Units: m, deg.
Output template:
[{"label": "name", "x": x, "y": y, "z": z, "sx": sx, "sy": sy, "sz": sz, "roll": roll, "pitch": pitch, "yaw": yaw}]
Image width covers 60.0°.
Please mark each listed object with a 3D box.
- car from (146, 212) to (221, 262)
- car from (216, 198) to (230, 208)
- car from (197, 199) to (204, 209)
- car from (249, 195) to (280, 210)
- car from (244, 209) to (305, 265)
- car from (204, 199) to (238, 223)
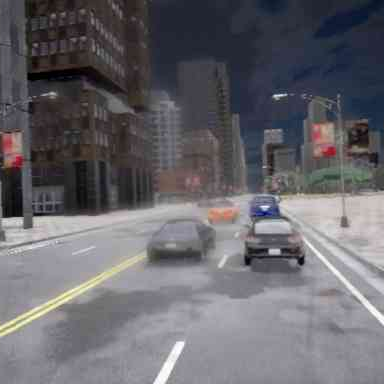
[{"label": "car", "x": -0.265, "y": 1.721, "z": 12.823, "sx": 1.994, "sy": 1.385, "sz": 4.181, "roll": -2, "pitch": -1, "yaw": 12}, {"label": "car", "x": 5.370, "y": 1.934, "z": 57.841, "sx": 1.837, "sy": 1.490, "sz": 4.892, "roll": -2, "pitch": 0, "yaw": 12}, {"label": "car", "x": 2.160, "y": 2.068, "z": 58.341, "sx": 1.837, "sy": 1.490, "sz": 4.892, "roll": -2, "pitch": 0, "yaw": 12}, {"label": "car", "x": 5.576, "y": 1.286, "z": 25.567, "sx": 2.150, "sy": 2.045, "sz": 5.566, "roll": -2, "pitch": 0, "yaw": 12}, {"label": "car", "x": 2.805, "y": 1.547, "z": 11.653, "sx": 1.812, "sy": 1.442, "sz": 4.674, "roll": -2, "pitch": -1, "yaw": 12}, {"label": "car", "x": 2.618, "y": 1.551, "z": 27.235, "sx": 2.097, "sy": 1.767, "sz": 4.553, "roll": -2, "pitch": -1, "yaw": 12}]
